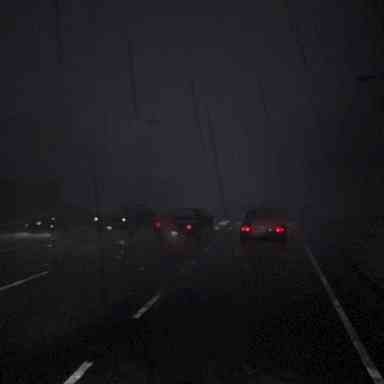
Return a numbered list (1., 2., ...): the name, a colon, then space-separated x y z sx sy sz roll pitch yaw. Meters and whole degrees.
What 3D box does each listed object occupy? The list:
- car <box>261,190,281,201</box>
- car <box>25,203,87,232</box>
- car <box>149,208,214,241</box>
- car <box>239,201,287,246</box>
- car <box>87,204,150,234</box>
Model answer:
1. car: 9.714 0.711 41.054 2.150 2.045 5.566 0 1 13
2. car: -6.944 1.304 18.052 1.994 1.385 4.181 0 1 14
3. car: -0.192 1.392 15.612 1.895 1.301 4.718 0 1 14
4. car: 3.129 1.364 14.471 2.033 1.411 5.357 0 1 13
5. car: -3.381 1.353 17.848 1.895 1.301 4.718 0 1 14
